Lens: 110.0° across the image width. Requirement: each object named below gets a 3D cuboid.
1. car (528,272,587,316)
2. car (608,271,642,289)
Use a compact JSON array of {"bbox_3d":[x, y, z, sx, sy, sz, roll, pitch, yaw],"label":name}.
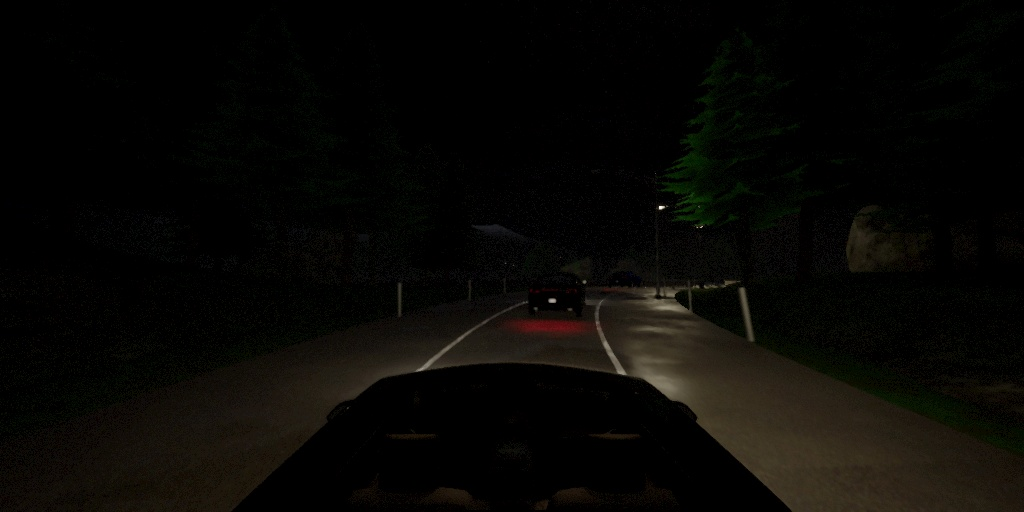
[{"bbox_3d":[1.915,1.388,14.330,1.882,1.535,5.008,-1,-1,14],"label":"car"},{"bbox_3d":[10.210,2.112,32.131,1.882,1.535,5.008,-3,-4,34],"label":"car"}]
